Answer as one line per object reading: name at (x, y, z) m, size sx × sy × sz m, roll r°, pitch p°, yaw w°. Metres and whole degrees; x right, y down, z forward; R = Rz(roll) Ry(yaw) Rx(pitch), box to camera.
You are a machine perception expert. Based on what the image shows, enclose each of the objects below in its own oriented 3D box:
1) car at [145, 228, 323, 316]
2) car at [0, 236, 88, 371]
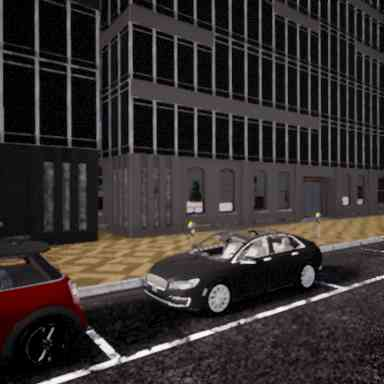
car at (1.100, 1.526, 7.346) m, size 4.403 × 1.369 × 2.008 m, roll 0°, pitch 0°, yaw -36°
car at (-3.534, 1.443, 4.040) m, size 4.097 × 1.590 × 1.967 m, roll 0°, pitch 0°, yaw -36°
